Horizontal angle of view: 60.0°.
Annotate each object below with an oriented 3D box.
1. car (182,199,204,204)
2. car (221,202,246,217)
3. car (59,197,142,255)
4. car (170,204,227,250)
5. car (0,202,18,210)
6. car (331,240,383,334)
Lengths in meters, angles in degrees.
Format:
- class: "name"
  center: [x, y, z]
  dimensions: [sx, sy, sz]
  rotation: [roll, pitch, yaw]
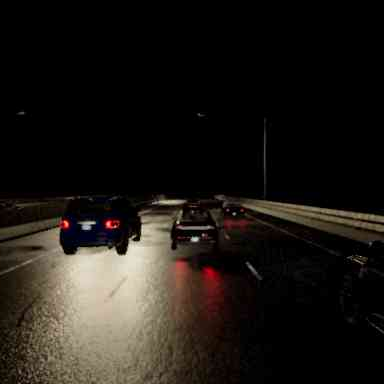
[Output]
- class: "car"
  center: [0.101, 1.484, 31.879]
  dimensions: [1.837, 1.490, 4.892]
  rotation: [0, 0, 0]
- class: "car"
  center: [3.600, 1.581, 30.414]
  dimensions: [1.895, 1.301, 4.718]
  rotation: [0, 0, 0]
- class: "car"
  center: [-3.395, 1.213, 13.326]
  dimensions: [2.150, 2.045, 5.566]
  rotation: [0, 0, 0]
- class: "car"
  center: [0.100, 1.482, 14.240]
  dimensions: [2.128, 1.511, 4.902]
  rotation: [0, 0, 0]
- class: "car"
  center: [-14.097, 1.489, 23.567]
  dimensions: [1.837, 1.490, 4.892]
  rotation: [0, 0, 0]
- class: "car"
  center: [3.600, 1.220, 3.698]
  dimensions: [2.150, 2.045, 5.566]
  rotation: [0, 0, 0]
